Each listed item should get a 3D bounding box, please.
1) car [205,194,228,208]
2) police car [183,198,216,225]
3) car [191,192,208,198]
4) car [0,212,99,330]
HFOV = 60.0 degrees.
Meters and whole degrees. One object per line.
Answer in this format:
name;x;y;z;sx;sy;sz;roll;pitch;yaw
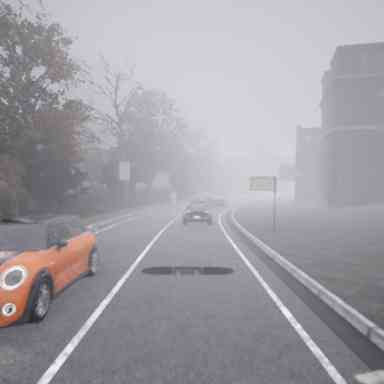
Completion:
car;3.409;1.202;42.491;1.882;1.535;5.008;1;1;14
police car;0.475;1.458;24.071;2.038;1.542;4.974;1;0;3
car;1.317;0.854;48.489;2.097;1.767;4.553;2;2;18
car;-3.576;1.337;7.108;2.097;1.767;4.553;0;0;0
